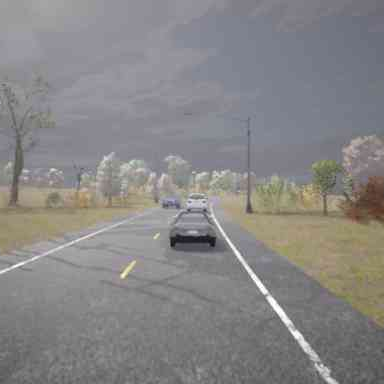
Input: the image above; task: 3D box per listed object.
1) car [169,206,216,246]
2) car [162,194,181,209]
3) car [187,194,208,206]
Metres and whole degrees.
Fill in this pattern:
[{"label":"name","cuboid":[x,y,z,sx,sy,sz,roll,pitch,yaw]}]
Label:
[{"label":"car","cuboid":[0.049,1.569,15.275,1.994,1.385,4.181,0,0,1]},{"label":"car","cuboid":[-2.717,1.237,45.395,2.150,2.045,5.566,0,0,3]},{"label":"car","cuboid":[0.643,1.230,38.520,2.150,2.045,5.566,0,0,2]}]
